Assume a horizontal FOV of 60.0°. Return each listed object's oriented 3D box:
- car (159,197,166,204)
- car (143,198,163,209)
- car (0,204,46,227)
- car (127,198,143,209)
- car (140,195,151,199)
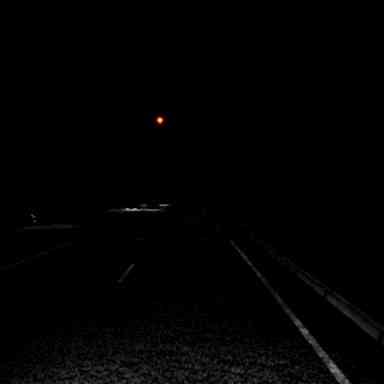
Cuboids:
[{"bbox_3d":[-7.002,1.937,75.827,1.882,1.535,5.008,0,1,0],"label":"car"},{"bbox_3d":[-7.036,2.293,60.321,2.033,1.411,5.357,0,0,1],"label":"car"},{"bbox_3d":[-12.947,1.620,23.606,5.008,1.535,1.882,0,-1,6],"label":"car"},{"bbox_3d":[-10.541,2.309,60.341,1.994,1.385,4.181,0,1,1],"label":"car"},{"bbox_3d":[-10.502,1.686,75.786,2.150,2.045,5.566,0,1,0],"label":"car"}]
